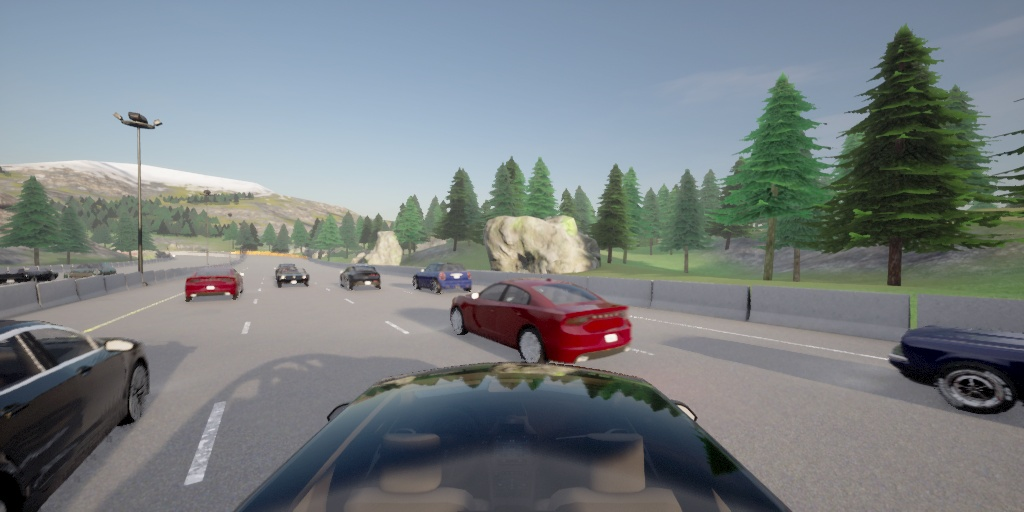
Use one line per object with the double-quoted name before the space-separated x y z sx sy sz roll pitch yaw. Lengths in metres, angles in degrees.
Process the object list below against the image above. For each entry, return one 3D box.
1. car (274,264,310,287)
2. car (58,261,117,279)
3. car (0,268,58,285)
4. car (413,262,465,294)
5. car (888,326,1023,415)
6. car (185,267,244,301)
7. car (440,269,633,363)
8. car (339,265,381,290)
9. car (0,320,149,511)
"car" -15.918 1.473 25.955 1.895 1.301 4.718 0 -1 -34
"car" -36.293 1.353 30.975 2.097 1.767 4.553 0 -1 -34
"car" -39.163 1.597 28.971 1.895 1.301 4.718 0 -1 -34
"car" -4.164 1.151 21.028 2.097 1.767 4.553 0 0 -34
"car" 7.448 1.365 3.772 1.895 1.301 4.718 0 0 -34
"car" -14.708 1.284 17.888 1.882 1.535 5.008 0 0 -34
"car" 0.300 1.231 8.125 1.882 1.535 5.008 0 0 -34
"car" -9.900 1.336 23.280 1.837 1.490 4.892 0 0 -34
"car" -4.404 1.234 2.578 2.128 1.511 4.902 0 0 -34
